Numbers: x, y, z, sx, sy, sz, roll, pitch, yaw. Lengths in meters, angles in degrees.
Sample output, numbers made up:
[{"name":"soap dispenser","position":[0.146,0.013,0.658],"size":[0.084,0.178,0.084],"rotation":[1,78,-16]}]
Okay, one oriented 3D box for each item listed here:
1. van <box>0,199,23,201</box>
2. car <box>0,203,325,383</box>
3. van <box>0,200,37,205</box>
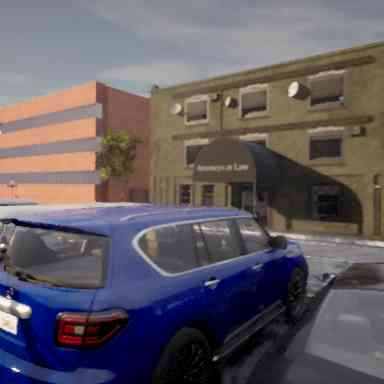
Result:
[{"name":"van","position":[-6.908,1.203,9.773],"size":[1.878,1.987,4.442],"rotation":[1,0,35]},{"name":"car","position":[-0.020,1.217,5.040],"size":[2.435,2.045,5.566],"rotation":[0,0,35]},{"name":"van","position":[-2.405,1.230,6.563],"size":[1.878,1.987,4.442],"rotation":[0,0,35]}]
